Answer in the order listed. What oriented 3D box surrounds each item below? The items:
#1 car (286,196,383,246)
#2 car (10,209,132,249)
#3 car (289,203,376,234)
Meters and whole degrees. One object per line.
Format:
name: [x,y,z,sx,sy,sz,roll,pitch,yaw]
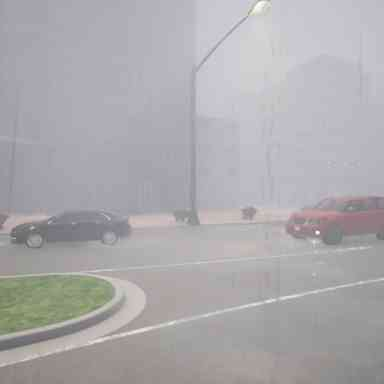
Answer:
car: [7.048,1.221,15.420,5.566,2.045,2.150,0,0,-24]
car: [-5.096,1.504,14.405,4.892,1.490,1.837,0,0,-19]
car: [8.396,1.478,19.860,5.008,1.535,1.882,0,0,-24]
